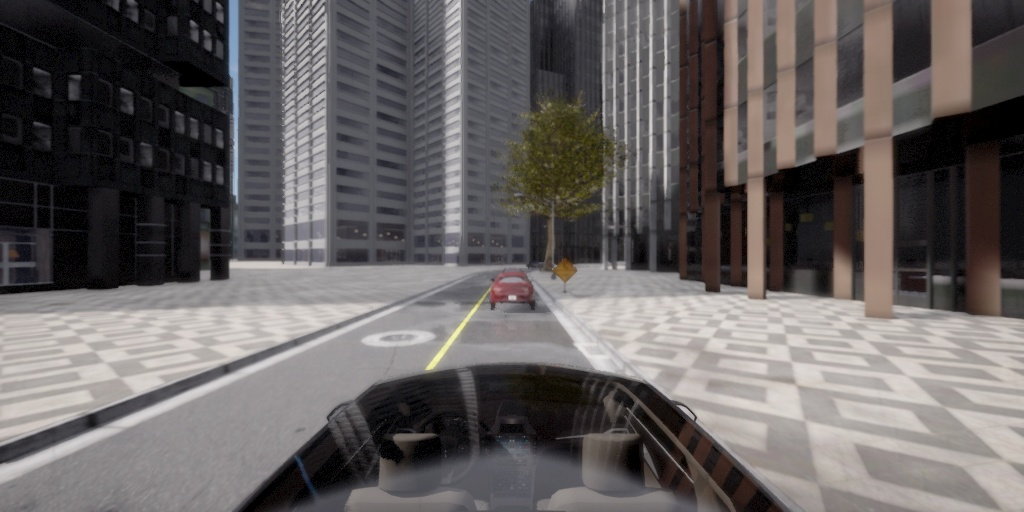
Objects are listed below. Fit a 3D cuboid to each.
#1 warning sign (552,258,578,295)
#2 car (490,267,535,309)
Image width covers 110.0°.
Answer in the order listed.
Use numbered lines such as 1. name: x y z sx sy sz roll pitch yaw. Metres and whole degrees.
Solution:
1. warning sign: 2.732 1.029 18.518 1.300 1.860 1.060 0 0 0
2. car: 0.040 1.414 15.736 1.812 1.442 4.674 0 0 1
